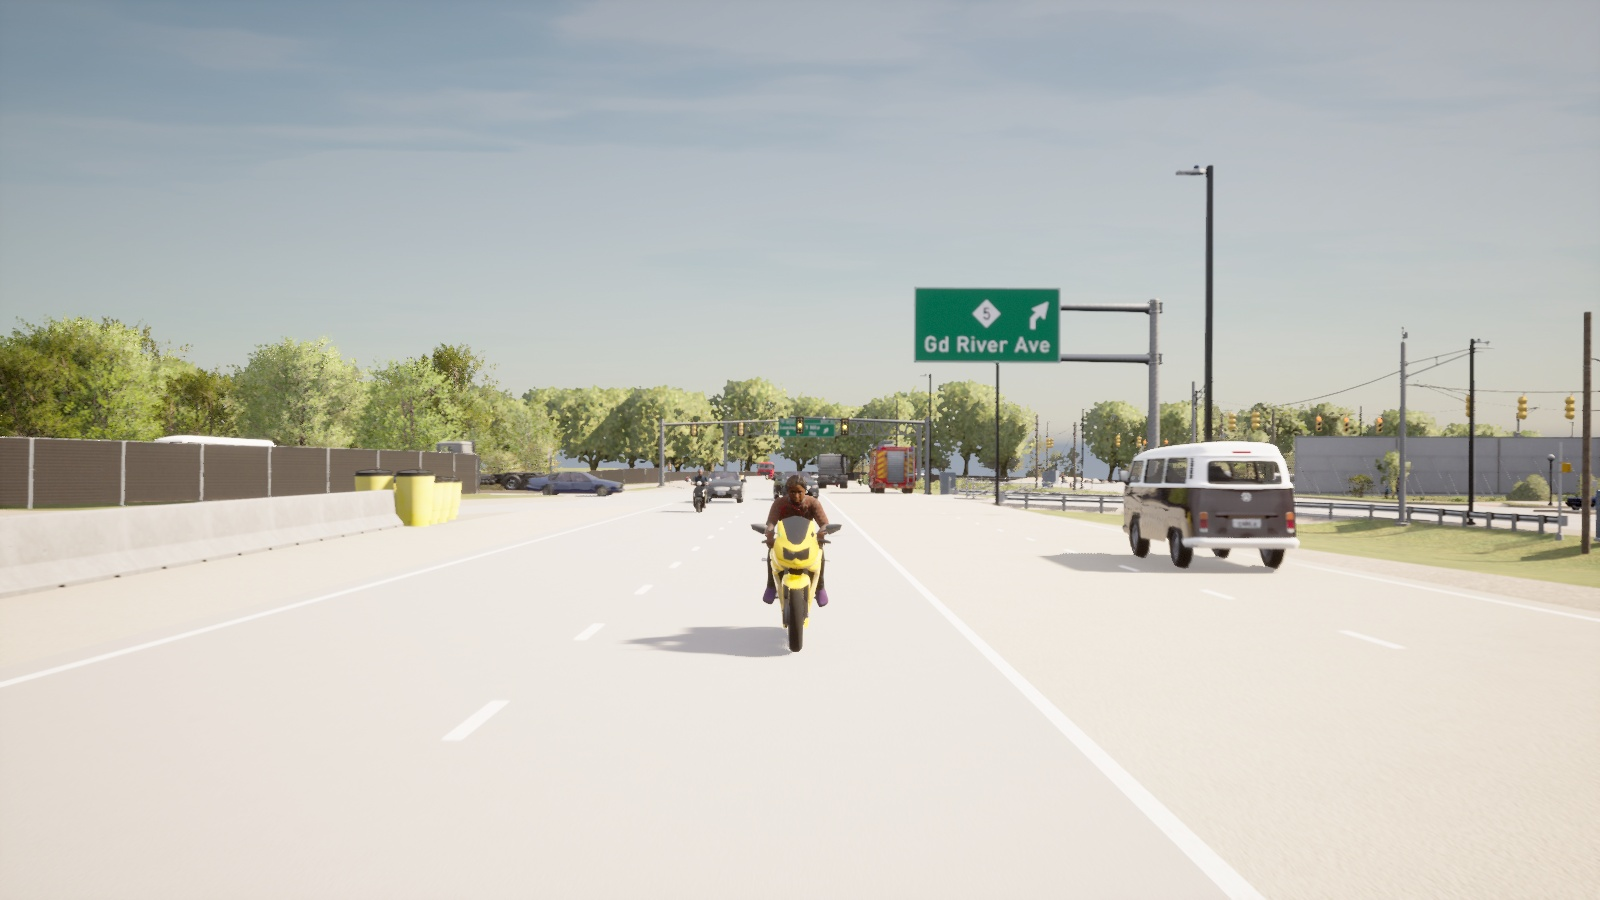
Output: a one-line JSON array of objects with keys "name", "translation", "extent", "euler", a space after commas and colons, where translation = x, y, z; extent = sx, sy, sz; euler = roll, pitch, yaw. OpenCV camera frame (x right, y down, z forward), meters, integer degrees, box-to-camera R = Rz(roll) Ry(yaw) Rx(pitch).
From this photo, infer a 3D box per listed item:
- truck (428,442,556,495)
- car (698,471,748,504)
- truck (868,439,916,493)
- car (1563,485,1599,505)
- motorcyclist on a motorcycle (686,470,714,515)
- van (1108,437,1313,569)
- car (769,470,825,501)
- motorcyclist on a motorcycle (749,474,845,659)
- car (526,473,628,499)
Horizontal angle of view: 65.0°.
[{"name": "truck", "translation": [-20.828, 1.257, 85.183], "extent": [7.936, 3.462, 2.891], "euler": [0, -1, 0]}, {"name": "car", "translation": [-3.588, 1.735, 59.590], "extent": [2.128, 1.511, 4.902], "euler": [0, -1, -1]}, {"name": "truck", "translation": [6.778, 1.249, 93.591], "extent": [2.891, 3.827, 8.468], "euler": [0, -1, 0]}, {"name": "car", "translation": [53.198, 2.960, 82.737], "extent": [4.718, 1.301, 1.895], "euler": [0, -1, -1]}, {"name": "motorcyclist on a motorcycle", "translation": [-3.606, 1.508, 45.507], "extent": [0.866, 1.590, 1.817], "euler": [0, -1, 0]}, {"name": "van", "translation": [6.948, 0.860, 21.802], "extent": [2.069, 2.038, 4.480], "euler": [0, -1, 0]}, {"name": "car", "translation": [-0.203, 1.810, 65.057], "extent": [2.128, 1.511, 4.902], "euler": [0, -1, -9]}, {"name": "motorcyclist on a motorcycle", "translation": [-0.027, 0.983, 11.447], "extent": [0.797, 1.523, 2.044], "euler": [0, -1, 0]}, {"name": "car", "translation": [-12.477, 1.998, 70.460], "extent": [5.357, 1.411, 2.033], "euler": [0, 0, 1]}]
